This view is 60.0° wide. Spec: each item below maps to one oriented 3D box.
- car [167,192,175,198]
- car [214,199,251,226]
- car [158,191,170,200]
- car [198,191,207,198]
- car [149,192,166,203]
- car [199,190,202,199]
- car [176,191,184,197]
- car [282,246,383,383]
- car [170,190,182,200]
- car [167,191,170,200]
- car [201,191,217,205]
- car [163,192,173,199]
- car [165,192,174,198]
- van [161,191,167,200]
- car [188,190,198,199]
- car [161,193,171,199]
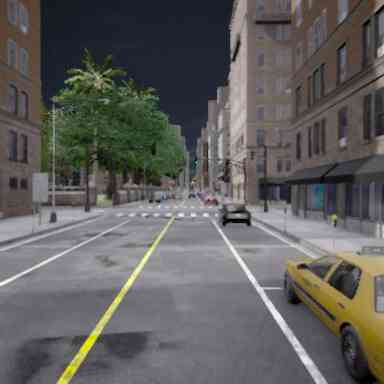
[{"bbox_3d":[-5.800,0.779,91.316,2.008,1.369,4.403,0,0,0],"label":"car"},{"bbox_3d":[2.683,1.374,21.472,1.947,1.339,4.313,0,0,0],"label":"car"},{"bbox_3d":[-5.813,0.723,69.686,2.192,1.841,5.009,0,0,0],"label":"car"},{"bbox_3d":[2.723,0.588,85.890,2.192,1.841,5.009,0,0,0],"label":"car"},{"bbox_3d":[-5.823,1.108,53.467,1.947,1.339,4.313,0,0,0],"label":"car"},{"bbox_3d":[2.703,0.857,53.442,2.192,1.841,5.009,0,0,0],"label":"car"},{"bbox_3d":[-2.949,0.459,83.635,1.994,1.385,4.181,0,0,0],"label":"car"},{"bbox_3d":[2.674,1.477,5.120,1.752,1.417,4.829,0,1,0],"label":"car"},{"bbox_3d":[-2.959,0.941,68.224,2.128,1.511,4.902,0,1,0],"label":"car"},{"bbox_3d":[-5.816,0.892,64.280,1.967,1.590,4.097,0,0,0],"label":"car"},{"bbox_3d":[2.699,1.027,48.035,1.967,1.590,4.097,0,0,0],"label":"car"},{"bbox_3d":[-5.806,0.758,80.501,1.967,1.590,4.097,0,0,0],"label":"car"},{"bbox_3d":[-5.803,0.818,85.909,1.887,1.381,4.507,0,0,0],"label":"car"},{"bbox_3d":[-5.819,0.838,58.871,1.690,1.788,3.998,0,0,0],"label":"van"},{"bbox_3d":[0.049,0.821,79.048,1.837,1.490,4.892,0,0,0],"label":"car"},{"bbox_3d":[-5.810,0.945,75.095,1.802,1.307,4.206,0,0,0],"label":"car"}]
